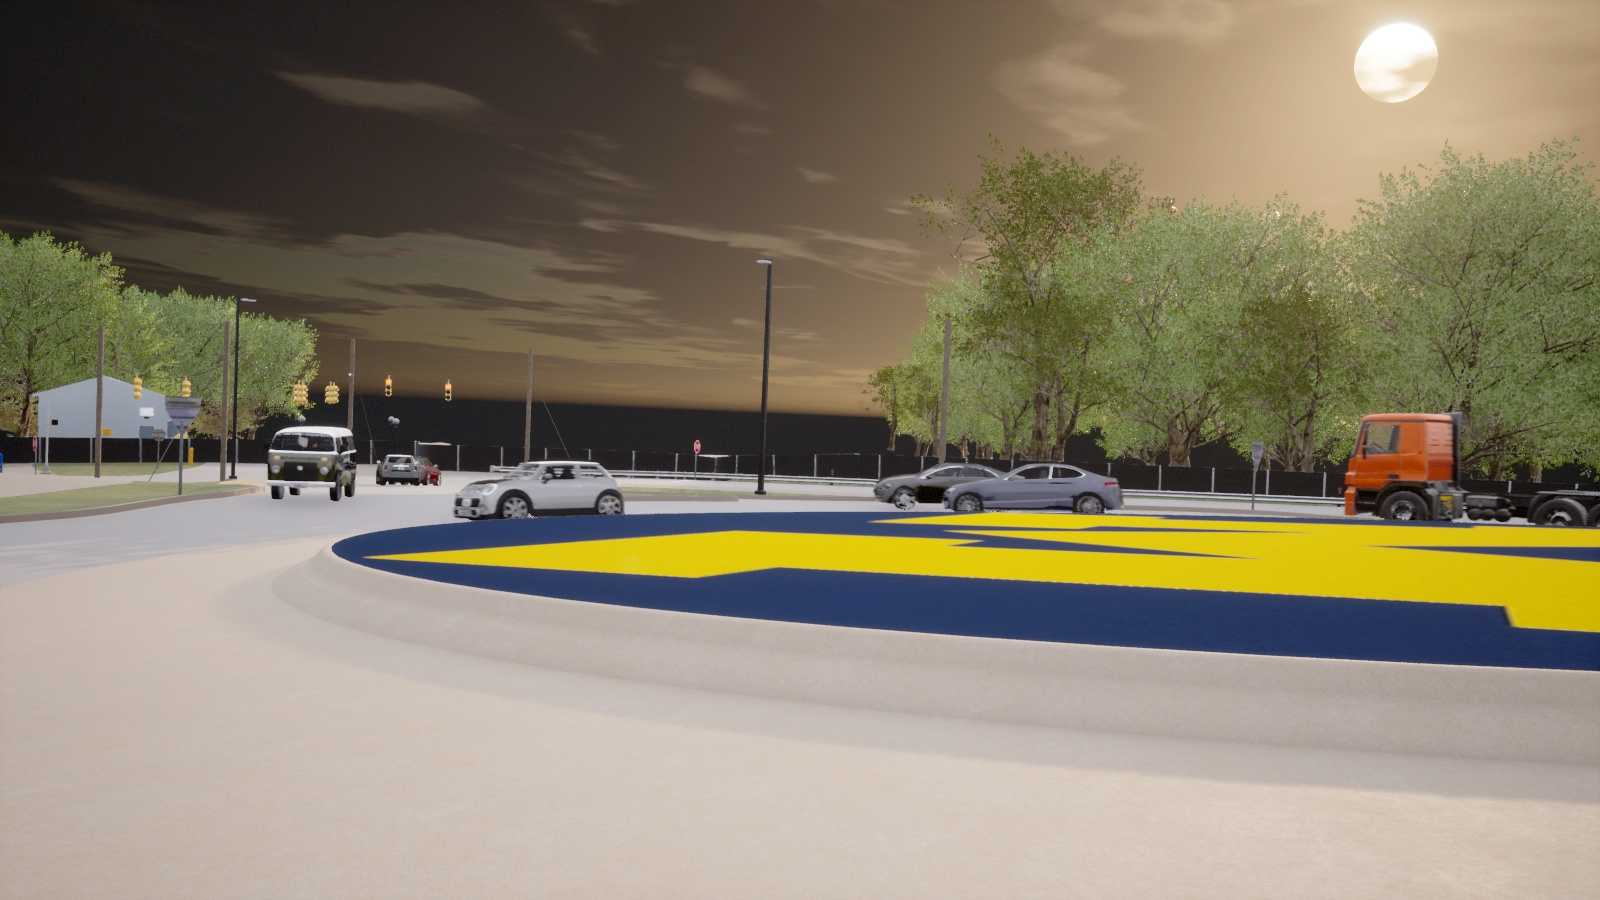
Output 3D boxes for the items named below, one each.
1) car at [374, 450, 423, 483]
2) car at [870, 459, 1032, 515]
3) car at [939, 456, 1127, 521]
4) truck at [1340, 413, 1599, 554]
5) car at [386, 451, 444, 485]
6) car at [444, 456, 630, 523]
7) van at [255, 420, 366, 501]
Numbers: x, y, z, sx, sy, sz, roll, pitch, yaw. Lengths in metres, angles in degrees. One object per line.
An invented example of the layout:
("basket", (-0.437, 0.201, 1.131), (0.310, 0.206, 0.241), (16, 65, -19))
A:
("car", (-19.592, 0.793, 61.197), (1.970, 1.475, 3.806), (2, -1, -22))
("car", (4.753, 1.156, 40.095), (4.902, 1.511, 2.128), (2, 2, 1))
("car", (6.526, 1.098, 35.398), (5.027, 1.651, 2.152), (1, -3, 10))
("truck", (19.479, 0.813, 34.465), (7.936, 3.462, 2.891), (3, 1, 44))
("car", (-21.362, 1.012, 69.835), (2.097, 1.767, 4.553), (3, -1, -5))
("car", (-6.152, 0.911, 29.607), (3.806, 1.475, 1.970), (1, -1, -41))
("van", (-13.575, 0.244, 35.118), (2.069, 2.038, 4.480), (3, 0, -11))
